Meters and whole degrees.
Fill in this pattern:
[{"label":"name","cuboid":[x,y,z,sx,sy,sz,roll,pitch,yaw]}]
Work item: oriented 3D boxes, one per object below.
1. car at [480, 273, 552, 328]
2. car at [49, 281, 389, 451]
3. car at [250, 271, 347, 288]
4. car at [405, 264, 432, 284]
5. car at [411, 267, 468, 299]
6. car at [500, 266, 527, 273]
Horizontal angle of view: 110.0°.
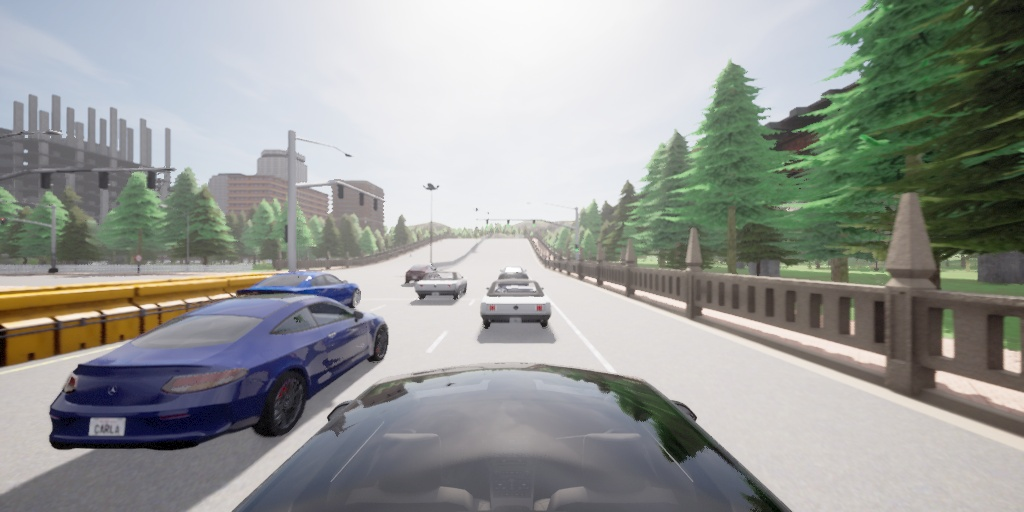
[{"label":"car","cuboid":[0.098,1.382,11.511,1.895,1.301,4.718,0,0,0]},{"label":"car","cuboid":[-3.397,1.287,5.325,1.812,1.442,4.674,0,0,0]},{"label":"car","cuboid":[-6.925,1.260,12.217,1.882,1.535,5.008,0,0,-1]},{"label":"car","cuboid":[-6.909,1.358,27.765,1.812,1.442,4.674,0,0,0]},{"label":"car","cuboid":[-3.405,1.403,18.225,1.895,1.301,4.718,0,0,0]},{"label":"car","cuboid":[0.092,1.387,24.855,1.994,1.385,4.181,0,0,0]}]
